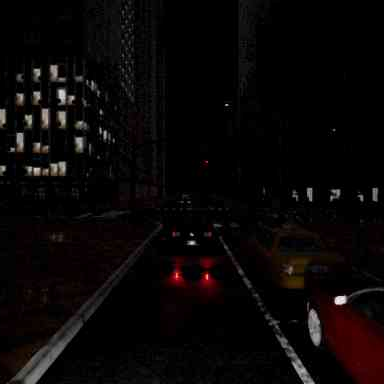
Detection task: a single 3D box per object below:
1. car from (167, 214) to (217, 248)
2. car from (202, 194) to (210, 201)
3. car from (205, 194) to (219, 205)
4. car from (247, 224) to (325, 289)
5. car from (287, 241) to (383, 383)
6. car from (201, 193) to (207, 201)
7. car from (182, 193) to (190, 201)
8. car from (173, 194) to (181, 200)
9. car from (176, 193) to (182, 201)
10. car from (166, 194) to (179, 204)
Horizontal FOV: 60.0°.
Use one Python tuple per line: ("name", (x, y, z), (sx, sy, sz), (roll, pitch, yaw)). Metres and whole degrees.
("car", (0.000, 1.615, 14.680), (1.895, 1.301, 4.718), (0, 0, 0))
("car", (3.666, 1.428, 87.561), (1.967, 1.590, 4.097), (0, 0, 0))
("car", (3.869, 1.576, 59.924), (1.947, 1.339, 4.313), (0, 0, 0))
("car", (2.565, 1.523, 8.991), (1.752, 1.417, 4.829), (0, 0, 0))
("car", (2.565, 1.543, 3.269), (1.887, 1.381, 4.507), (0, 0, 0))
("car", (3.697, 1.309, 82.033), (2.192, 1.841, 5.009), (0, 0, 0))
("car", (-1.619, 1.214, 82.129), (2.150, 2.045, 5.566), (0, 0, 0))
("car", (-4.245, 1.422, 93.045), (1.967, 1.590, 4.097), (0, 0, 0))
("car", (-4.183, 1.560, 81.989), (1.947, 1.339, 4.313), (0, 0, 0))
("car", (-4.091, 1.589, 65.407), (1.802, 1.307, 4.206), (0, 0, 0))
